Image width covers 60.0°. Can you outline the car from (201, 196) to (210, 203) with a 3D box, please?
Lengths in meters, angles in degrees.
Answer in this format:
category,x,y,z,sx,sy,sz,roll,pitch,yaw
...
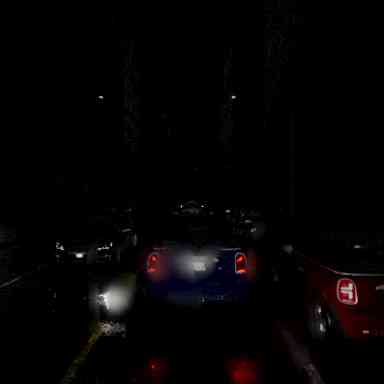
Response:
category,x,y,z,sx,sy,sz,roll,pitch,yaw
car,2.872,1.557,71.163,1.752,1.417,4.829,0,0,0

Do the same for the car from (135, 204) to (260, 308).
category,x,y,z,sx,sy,sz,roll,pitch,yaw
car,0.096,1.350,8.055,2.097,1.767,4.553,0,0,0

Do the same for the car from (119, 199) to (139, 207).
category,x,y,z,sx,sy,sz,roll,pitch,yaw
car,-5.682,1.435,28.491,1.967,1.590,4.097,0,0,0

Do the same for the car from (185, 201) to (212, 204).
category,x,y,z,sx,sy,sz,roll,pitch,yaw
car,0.089,1.473,17.336,1.882,1.535,5.008,0,0,0

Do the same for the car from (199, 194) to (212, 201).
category,x,y,z,sx,sy,sz,roll,pitch,yaw
car,2.864,1.464,65.584,1.967,1.590,4.097,0,0,0

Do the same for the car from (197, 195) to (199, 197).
category,x,y,z,sx,sy,sz,roll,pitch,yaw
car,2.881,1.592,76.402,2.008,1.369,4.403,0,0,0

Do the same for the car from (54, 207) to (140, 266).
category,x,y,z,sx,sy,sz,roll,pitch,yaw
car,-3.101,1.501,11.603,1.837,1.490,4.892,0,0,0

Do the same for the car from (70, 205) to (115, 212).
category,x,y,z,sx,sy,sz,roll,pitch,yaw
car,-5.678,1.561,17.488,1.947,1.339,4.313,0,0,0

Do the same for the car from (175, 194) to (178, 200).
category,x,y,z,sx,sy,sz,roll,pitch,yaw
car,-5.621,1.609,92.466,1.752,1.417,4.829,0,0,0

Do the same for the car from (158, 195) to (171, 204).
category,x,y,z,sx,sy,sz,roll,pitch,yaw
car,-5.660,1.605,65.594,1.802,1.307,4.206,0,0,0

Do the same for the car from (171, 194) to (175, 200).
category,x,y,z,sx,sy,sz,roll,pitch,yaw
car,-5.644,1.592,76.411,2.008,1.369,4.403,0,0,0

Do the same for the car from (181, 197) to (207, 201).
category,x,y,z,sx,sy,sz,roll,pitch,yaw
car,-0.010,1.451,27.358,1.801,1.575,5.366,0,0,0

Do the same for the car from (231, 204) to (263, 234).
category,x,y,z,sx,sy,sz,roll,pitch,yaw
car,2.847,1.546,17.491,2.008,1.369,4.403,0,0,0

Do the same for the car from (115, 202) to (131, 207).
category,x,y,z,sx,sy,sz,roll,pitch,yaw
car,-5.680,1.577,22.990,1.802,1.307,4.206,0,0,0

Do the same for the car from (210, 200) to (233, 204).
category,x,y,z,sx,sy,sz,roll,pitch,yaw
car,2.844,1.560,28.494,1.947,1.339,4.313,0,0,0

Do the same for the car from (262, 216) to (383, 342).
category,x,y,z,sx,sy,sz,roll,pitch,yaw
car,2.851,1.438,6.488,1.967,1.590,4.097,0,0,0
